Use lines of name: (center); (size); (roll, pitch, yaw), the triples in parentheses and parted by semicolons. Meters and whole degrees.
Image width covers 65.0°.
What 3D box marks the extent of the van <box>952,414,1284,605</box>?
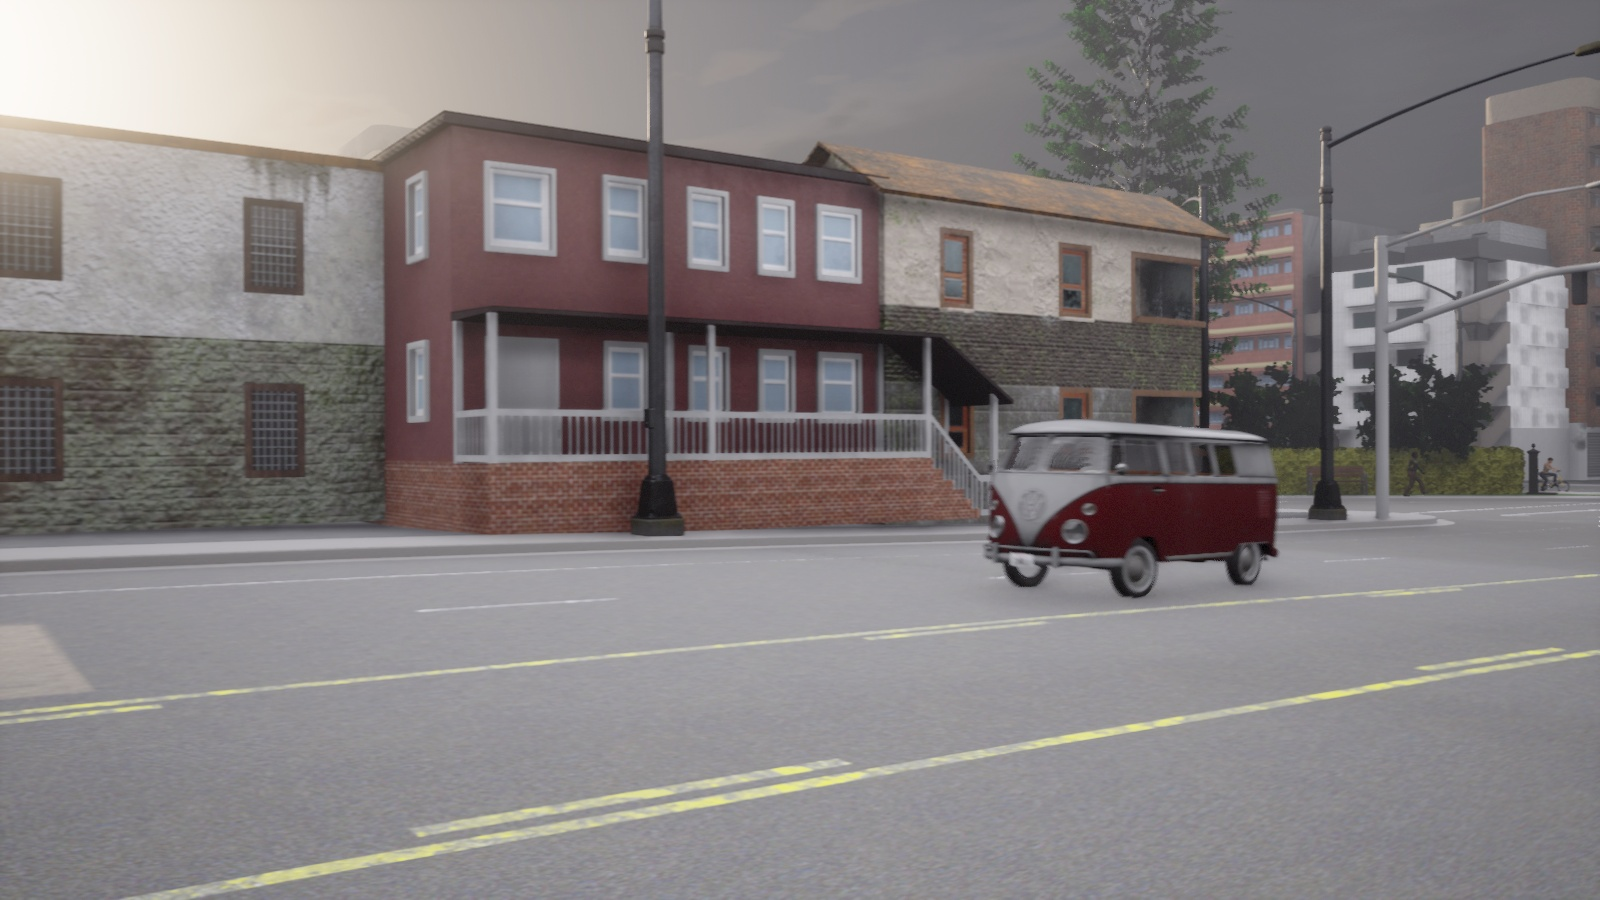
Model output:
van: (3.971, 0.654, 15.216); (4.442, 1.987, 1.775); (1, -1, -43)

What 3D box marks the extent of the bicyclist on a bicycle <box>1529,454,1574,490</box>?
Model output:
bicyclist on a bicycle: (34.342, 0.995, 57.396); (0.866, 1.612, 1.509); (-1, 0, -34)

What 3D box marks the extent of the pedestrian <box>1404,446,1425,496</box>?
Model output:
pedestrian: (24.268, 0.828, 49.596); (0.692, 1.930, 0.395); (-1, 0, 13)
